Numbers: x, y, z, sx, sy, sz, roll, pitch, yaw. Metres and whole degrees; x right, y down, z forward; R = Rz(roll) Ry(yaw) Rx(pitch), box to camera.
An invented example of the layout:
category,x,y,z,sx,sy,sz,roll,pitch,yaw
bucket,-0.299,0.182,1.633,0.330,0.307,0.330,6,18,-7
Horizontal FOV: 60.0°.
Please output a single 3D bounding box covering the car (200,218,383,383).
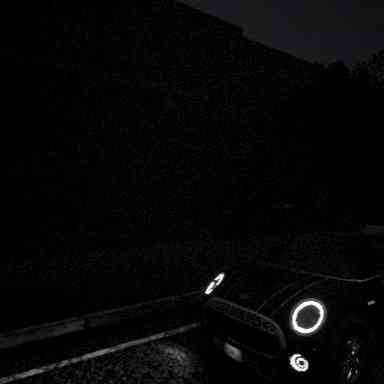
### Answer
category,x,y,z,sx,sy,sz,roll,pitch,yaw
car,2.327,1.352,5.345,4.553,1.767,2.097,0,0,-35
